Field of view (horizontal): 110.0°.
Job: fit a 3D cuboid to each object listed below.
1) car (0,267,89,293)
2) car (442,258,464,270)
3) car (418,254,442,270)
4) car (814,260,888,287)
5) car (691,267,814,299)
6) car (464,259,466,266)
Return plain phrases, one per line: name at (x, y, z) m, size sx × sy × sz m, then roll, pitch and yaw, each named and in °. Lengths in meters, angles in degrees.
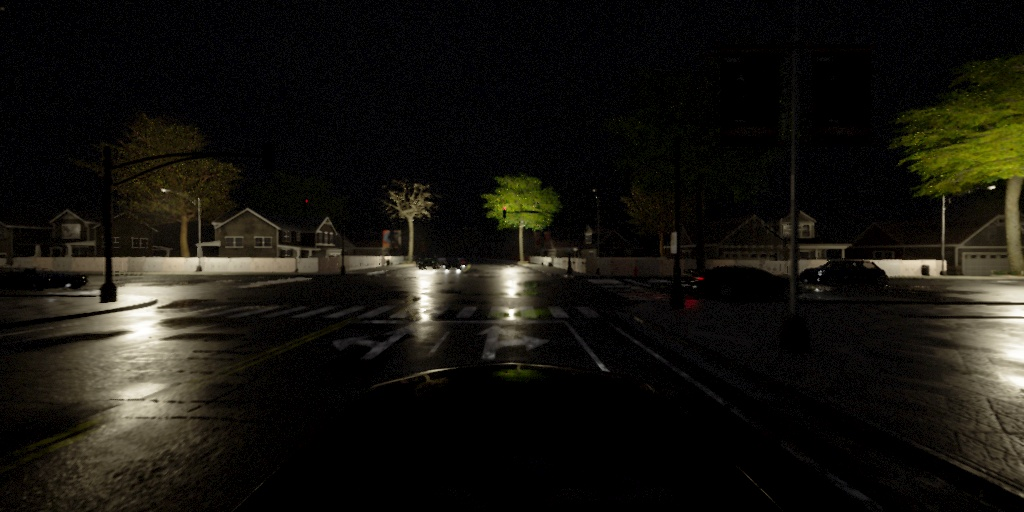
car at (-26.114, 1.257, 19.421) m, size 4.718 × 1.301 × 1.895 m, roll 0°, pitch 0°, yaw 3°
car at (-7.879, 1.059, 48.339) m, size 1.837 × 1.490 × 4.892 m, roll 0°, pitch 0°, yaw -4°
car at (-11.117, 0.778, 48.195) m, size 2.150 × 2.045 × 5.566 m, roll 0°, pitch 0°, yaw -3°
car at (21.894, 1.082, 23.874) m, size 4.553 × 1.767 × 2.097 m, roll 0°, pitch 0°, yaw 3°
car at (11.529, 1.277, 17.736) m, size 4.892 × 1.490 × 1.837 m, roll 0°, pitch 0°, yaw 3°
car at (-9.251, 1.032, 64.316) m, size 1.994 × 1.385 × 4.181 m, roll 0°, pitch 0°, yaw -5°
